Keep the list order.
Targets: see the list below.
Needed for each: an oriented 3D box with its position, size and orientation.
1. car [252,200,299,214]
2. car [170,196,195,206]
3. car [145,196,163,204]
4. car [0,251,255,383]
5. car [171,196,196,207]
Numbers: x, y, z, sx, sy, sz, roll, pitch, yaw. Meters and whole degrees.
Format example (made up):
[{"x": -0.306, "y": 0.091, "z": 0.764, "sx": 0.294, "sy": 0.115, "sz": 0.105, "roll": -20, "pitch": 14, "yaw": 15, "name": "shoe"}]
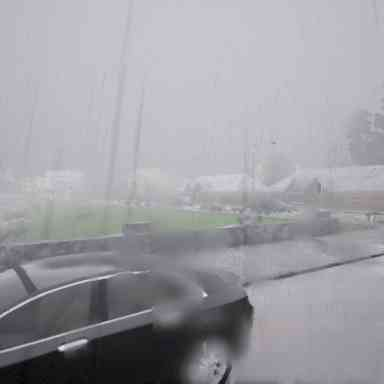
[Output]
[{"x": 8.813, "y": 1.547, "z": 35.700, "sx": 2.033, "sy": 1.411, "sz": 5.357, "roll": 0, "pitch": 0, "yaw": -35, "name": "car"}, {"x": -1.684, "y": 1.477, "z": 57.590, "sx": 1.882, "sy": 1.535, "sz": 5.008, "roll": 0, "pitch": 0, "yaw": -35, "name": "car"}, {"x": -7.606, "y": 1.477, "z": 65.827, "sx": 1.882, "sy": 1.535, "sz": 5.008, "roll": 0, "pitch": 0, "yaw": -35, "name": "car"}, {"x": -1.465, "y": 1.504, "z": 3.556, "sx": 4.892, "sy": 1.490, "sz": 1.837, "roll": 0, "pitch": 0, "yaw": -35, "name": "car"}, {"x": -1.391, "y": 1.505, "z": 50.059, "sx": 1.837, "sy": 1.490, "sz": 4.892, "roll": 0, "pitch": 0, "yaw": -35, "name": "car"}]
